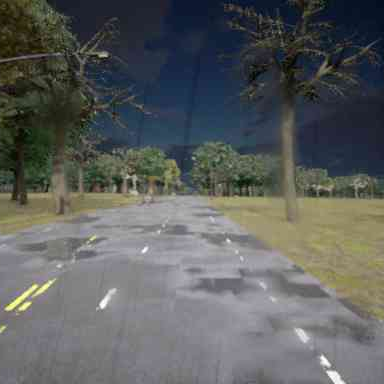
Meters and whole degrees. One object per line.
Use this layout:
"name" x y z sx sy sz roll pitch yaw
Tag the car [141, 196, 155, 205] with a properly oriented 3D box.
"car" -7.320 1.396 56.100 1.812 1.442 4.674 0 0 0
